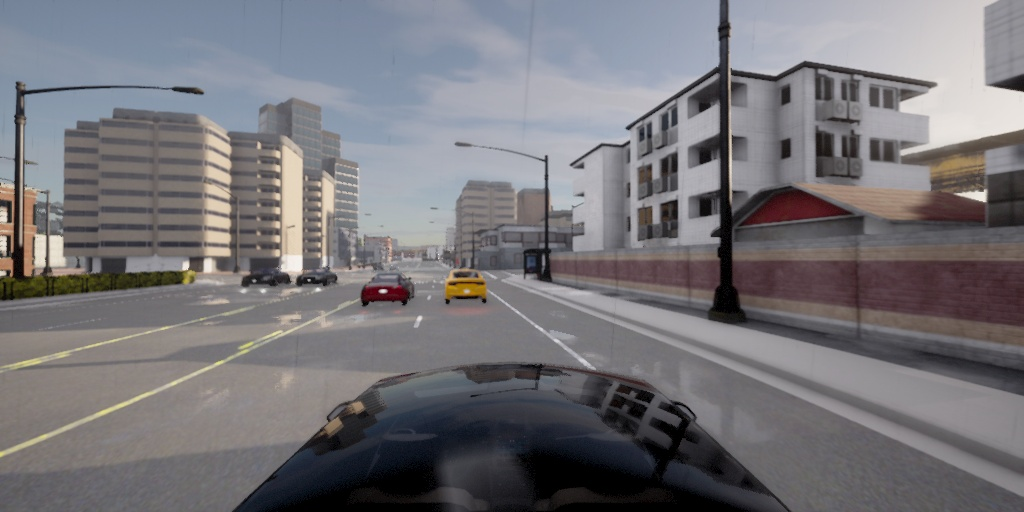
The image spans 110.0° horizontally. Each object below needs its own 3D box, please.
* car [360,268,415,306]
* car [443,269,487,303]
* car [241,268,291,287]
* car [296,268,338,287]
[{"bbox_3d":[-5.791,1.473,17.070,1.994,1.385,4.181,0,-1,-10],"label":"car"},{"bbox_3d":[-2.383,1.389,17.893,1.882,1.535,5.008,0,0,-10],"label":"car"},{"bbox_3d":[-18.407,1.591,27.017,1.994,1.385,4.181,0,-1,-11],"label":"car"},{"bbox_3d":[-14.973,1.592,27.702,1.994,1.385,4.181,0,-1,-11],"label":"car"}]
